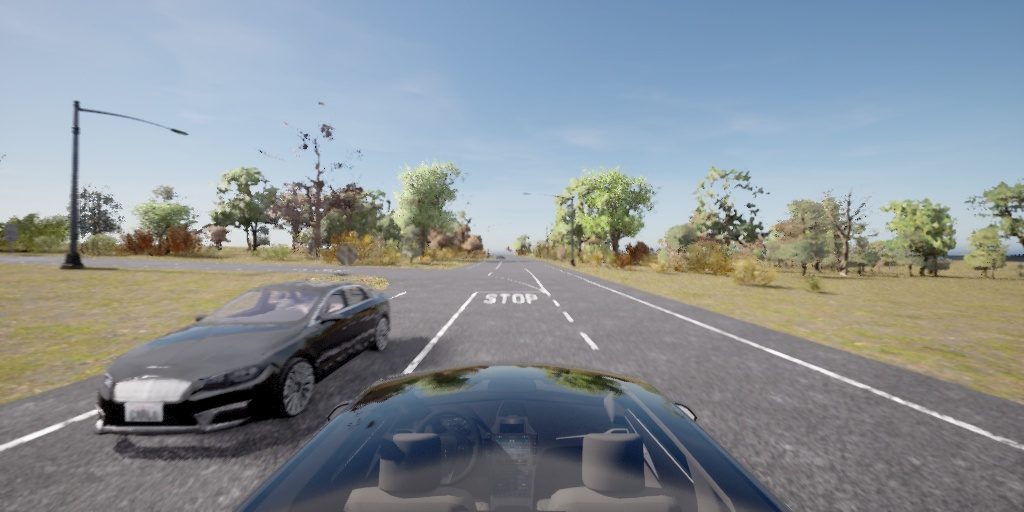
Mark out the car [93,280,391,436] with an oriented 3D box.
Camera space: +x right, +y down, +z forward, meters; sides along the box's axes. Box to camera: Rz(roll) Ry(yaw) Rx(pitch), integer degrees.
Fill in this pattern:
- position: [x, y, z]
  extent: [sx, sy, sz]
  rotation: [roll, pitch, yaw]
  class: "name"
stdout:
- position: [-3.509, 1.198, 5.864]
  extent: [2.128, 1.511, 4.902]
  rotation: [0, 1, 0]
  class: "car"
